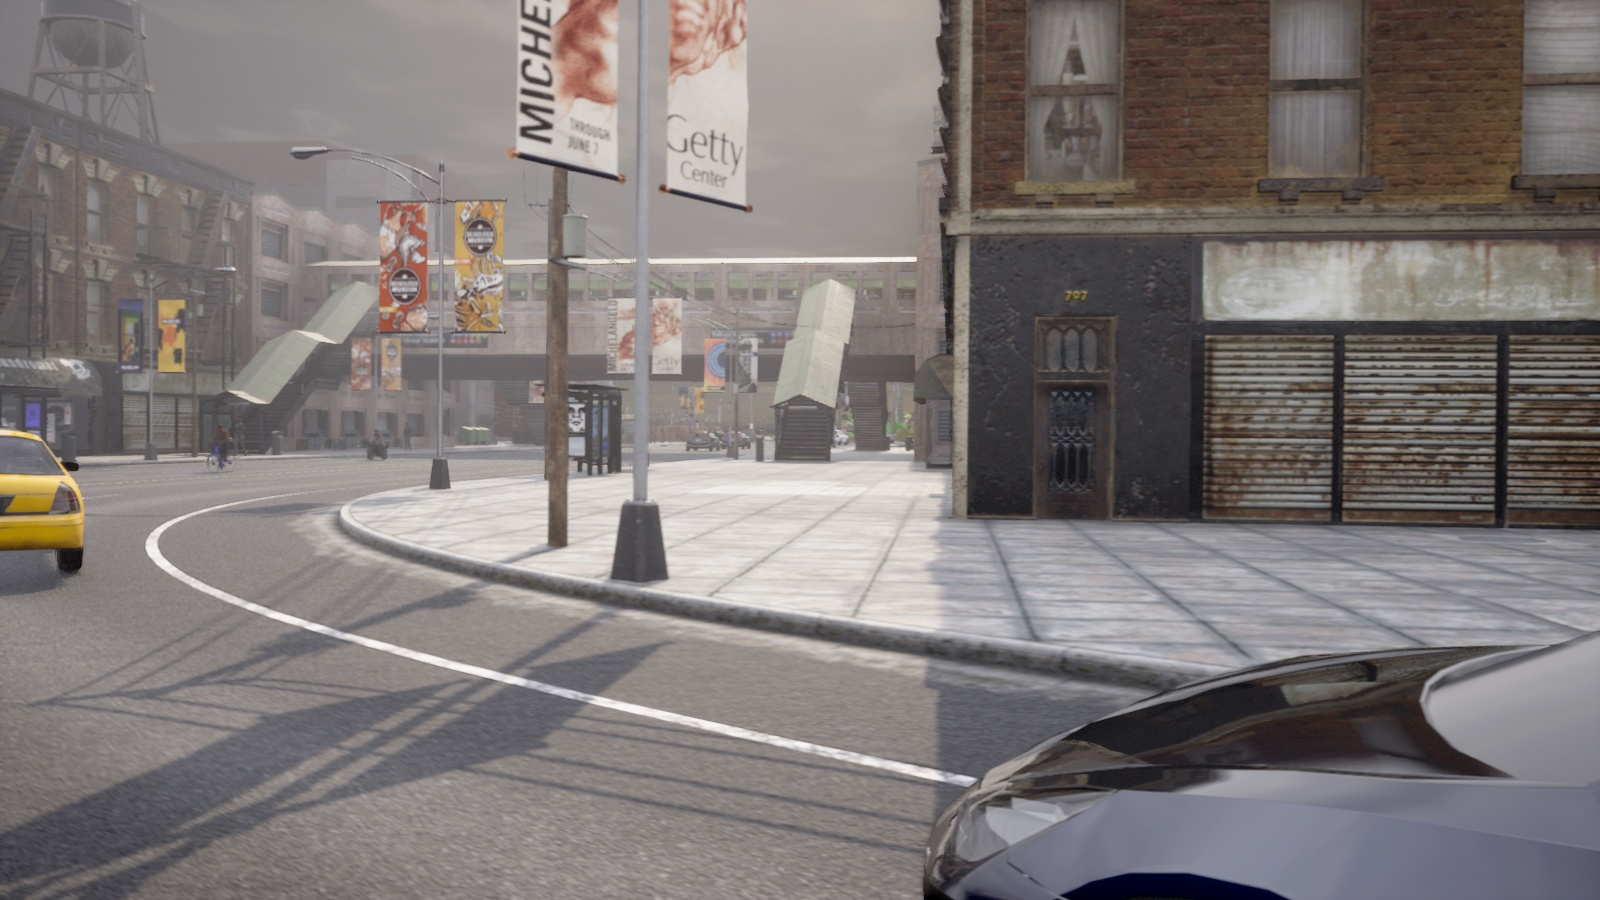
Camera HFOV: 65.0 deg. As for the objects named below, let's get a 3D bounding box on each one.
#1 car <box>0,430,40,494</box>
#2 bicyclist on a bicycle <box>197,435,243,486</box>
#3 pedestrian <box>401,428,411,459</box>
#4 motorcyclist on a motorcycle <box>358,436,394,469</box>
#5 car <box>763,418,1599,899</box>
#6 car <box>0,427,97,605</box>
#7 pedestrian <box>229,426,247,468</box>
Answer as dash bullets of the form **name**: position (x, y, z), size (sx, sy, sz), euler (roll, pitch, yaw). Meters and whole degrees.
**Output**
- **car**: position (-23.362, 0.349, 34.286), size (2.097, 1.767, 4.553), euler (0, 1, 6)
- **bicyclist on a bicycle**: position (-19.012, 0.317, 41.199), size (0.582, 1.620, 1.656), euler (0, 1, 7)
- **pedestrian**: position (-25.187, -0.429, 80.343), size (0.402, 1.930, 0.666), euler (0, 1, 1)
- **motorcyclist on a motorcycle**: position (-20.215, 0.117, 59.896), size (0.797, 1.523, 2.044), euler (0, 1, 7)
- **car**: position (2.543, 0.685, 1.907), size (4.792, 1.488, 2.163), euler (0, 1, 32)
- **car**: position (-8.703, 0.574, 13.327), size (1.801, 1.575, 5.366), euler (-1, 1, -33)
- **pedestrian**: position (-26.303, -0.143, 58.802), size (0.402, 1.930, 0.666), euler (0, 1, 16)
